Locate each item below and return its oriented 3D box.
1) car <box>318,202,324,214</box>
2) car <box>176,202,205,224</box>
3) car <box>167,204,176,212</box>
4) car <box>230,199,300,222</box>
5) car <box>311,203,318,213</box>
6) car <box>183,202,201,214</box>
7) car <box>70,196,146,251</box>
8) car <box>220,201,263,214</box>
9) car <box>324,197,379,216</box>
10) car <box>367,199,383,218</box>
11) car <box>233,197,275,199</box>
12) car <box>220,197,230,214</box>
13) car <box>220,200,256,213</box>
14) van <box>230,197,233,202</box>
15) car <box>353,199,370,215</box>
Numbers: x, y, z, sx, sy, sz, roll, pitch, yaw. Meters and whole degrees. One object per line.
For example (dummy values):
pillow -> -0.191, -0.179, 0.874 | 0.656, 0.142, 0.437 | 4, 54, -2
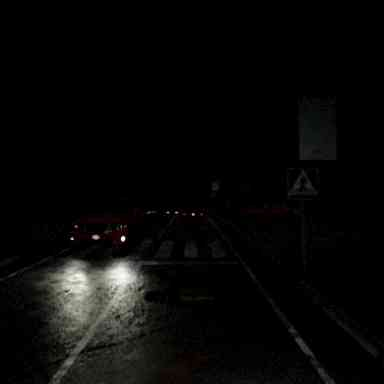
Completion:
car -> 18.418, 1.916, 40.152 | 4.892, 1.521, 2.231 | 0, -2, -1
car -> 0.071, 1.658, 25.703 | 2.033, 1.411, 5.357 | 0, -1, 0
car -> -3.399, 2.852, 60.283 | 1.882, 1.535, 5.008 | 0, -3, 0
car -> 6.091, 1.602, 26.740 | 5.366, 1.575, 1.946 | 0, -1, 0
car -> 18.362, 1.744, 42.827 | 5.566, 2.045, 2.435 | 0, -2, -1
car -> 0.016, 2.052, 42.914 | 2.128, 1.511, 4.902 | 0, -2, 0
car -> -3.356, 1.227, 14.374 | 2.150, 2.045, 5.566 | 0, 0, 0
car -> 6.139, 1.962, 41.799 | 5.008, 1.535, 2.097 | 0, -2, -1
car -> 18.431, 1.583, 37.367 | 5.566, 2.045, 2.435 | 0, -2, -1
car -> 18.712, 1.644, 28.987 | 5.366, 1.575, 1.946 | 0, -1, 0
car -> 6.284, 1.530, 29.661 | 4.553, 1.767, 2.185 | 0, -1, 0
car -> 6.200, 1.623, 38.891 | 5.566, 2.045, 2.435 | 0, -1, -1
car -> 6.127, 1.929, 44.837 | 4.553, 1.767, 2.185 | 0, -2, -1
van -> 6.344, 1.495, 32.700 | 4.442, 1.987, 1.878 | 0, -1, 0
car -> 18.691, 1.697, 31.647 | 5.366, 1.575, 1.946 | 0, -1, 0
